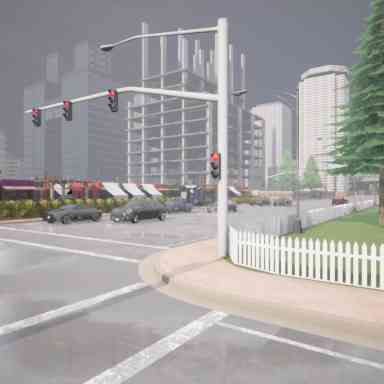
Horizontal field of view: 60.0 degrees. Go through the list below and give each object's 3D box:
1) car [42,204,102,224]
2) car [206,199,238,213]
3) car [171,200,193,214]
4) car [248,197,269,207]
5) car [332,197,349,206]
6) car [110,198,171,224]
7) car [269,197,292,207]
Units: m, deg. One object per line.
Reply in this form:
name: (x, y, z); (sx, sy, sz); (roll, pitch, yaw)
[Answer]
car: (-8.721, 1.564, 24.479); (1.994, 1.385, 4.181); (0, 0, 34)
car: (3.352, 1.526, 36.072); (1.812, 1.442, 4.674); (0, 0, 34)
car: (-1.937, 1.547, 34.520); (2.033, 1.411, 5.357); (0, 0, 34)
car: (10.907, 1.548, 53.370); (2.033, 1.411, 5.357); (0, 0, 34)
car: (23.959, 1.478, 53.738); (1.882, 1.535, 5.008); (0, 0, 34)
car: (-4.008, 1.352, 25.202); (2.097, 1.767, 4.553); (0, 0, 34)
car: (14.214, 1.517, 52.003); (1.837, 1.490, 4.892); (0, 0, 34)
